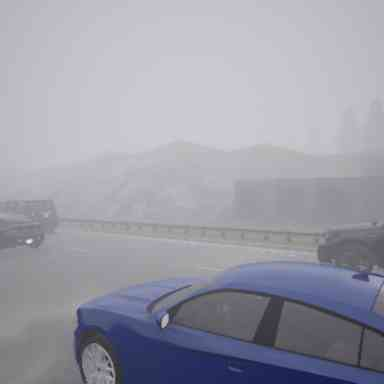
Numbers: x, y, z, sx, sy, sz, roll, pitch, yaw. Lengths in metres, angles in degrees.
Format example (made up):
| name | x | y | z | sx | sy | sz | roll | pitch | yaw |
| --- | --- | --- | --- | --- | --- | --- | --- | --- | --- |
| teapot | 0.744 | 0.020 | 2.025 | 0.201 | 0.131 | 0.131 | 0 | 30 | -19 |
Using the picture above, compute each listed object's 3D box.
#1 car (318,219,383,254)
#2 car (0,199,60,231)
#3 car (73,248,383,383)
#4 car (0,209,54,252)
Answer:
| name | x | y | z | sx | sy | sz | roll | pitch | yaw |
| --- | --- | --- | --- | --- | --- | --- | --- | --- | --- |
| car | 6.106 | 1.224 | 8.243 | 5.566 | 2.045 | 2.150 | -1 | 0 | 36 |
| car | -10.228 | 1.432 | 19.865 | 5.566 | 2.045 | 2.150 | -1 | 0 | 35 |
| car | 0.825 | 1.492 | 3.417 | 5.008 | 1.535 | 1.882 | -1 | 0 | 36 |
| car | -8.226 | 1.662 | 14.173 | 4.892 | 1.490 | 1.837 | -1 | 0 | 35 |
